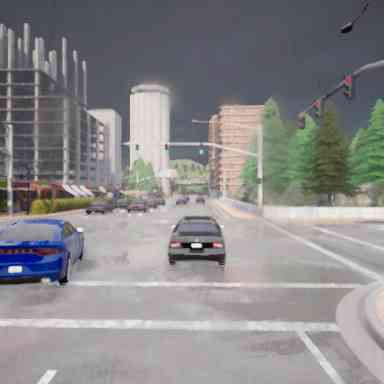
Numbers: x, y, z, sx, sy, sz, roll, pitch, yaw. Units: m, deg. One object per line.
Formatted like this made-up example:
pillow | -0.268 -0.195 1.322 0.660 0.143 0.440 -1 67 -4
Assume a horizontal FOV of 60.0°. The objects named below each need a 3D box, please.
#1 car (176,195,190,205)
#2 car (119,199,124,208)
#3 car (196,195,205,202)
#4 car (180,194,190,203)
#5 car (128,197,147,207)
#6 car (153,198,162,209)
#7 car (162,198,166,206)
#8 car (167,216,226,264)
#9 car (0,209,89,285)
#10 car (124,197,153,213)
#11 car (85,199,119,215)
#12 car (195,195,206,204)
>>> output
car | -1.823 1.602 60.663 1.812 1.442 4.674 0 0 2
car | -9.402 1.606 45.392 2.033 1.411 5.357 0 0 2
car | 1.932 1.422 75.774 1.837 1.490 4.892 0 0 1
car | -1.567 1.451 75.857 2.097 1.767 4.553 0 0 1
car | -9.089 1.619 55.940 2.033 1.411 5.357 0 0 2
car | -5.867 1.623 46.513 1.994 1.385 4.181 0 0 1
car | -5.574 1.636 56.465 1.994 1.385 4.181 0 0 2
car | 0.209 1.563 11.886 2.033 1.411 5.357 0 0 2
car | -4.263 1.490 9.478 1.882 1.535 5.008 0 0 -12
car | -6.082 1.613 38.148 1.994 1.385 4.181 0 0 1
car | -9.655 1.593 35.350 2.033 1.411 5.357 0 0 1
car | 1.708 1.588 66.557 1.837 1.490 4.892 0 0 1
